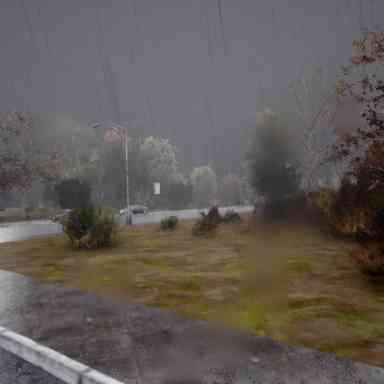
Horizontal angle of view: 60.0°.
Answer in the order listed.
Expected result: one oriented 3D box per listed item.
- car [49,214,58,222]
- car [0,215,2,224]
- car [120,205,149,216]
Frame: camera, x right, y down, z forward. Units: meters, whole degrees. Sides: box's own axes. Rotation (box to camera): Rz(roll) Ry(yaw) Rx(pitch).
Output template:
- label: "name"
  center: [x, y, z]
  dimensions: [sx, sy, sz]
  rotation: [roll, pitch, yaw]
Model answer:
- label: "car"
  center: [-13.473, 2.519, 36.664]
  dimensions: [1.994, 1.385, 4.181]
  rotation: [-3, -2, 32]
- label: "car"
  center: [-18.914, 2.441, 28.352]
  dimensions: [1.837, 1.490, 4.892]
  rotation: [-3, -2, 35]
- label: "car"
  center: [-7.919, 2.493, 45.408]
  dimensions: [2.128, 1.511, 4.902]
  rotation: [-3, -2, 32]
